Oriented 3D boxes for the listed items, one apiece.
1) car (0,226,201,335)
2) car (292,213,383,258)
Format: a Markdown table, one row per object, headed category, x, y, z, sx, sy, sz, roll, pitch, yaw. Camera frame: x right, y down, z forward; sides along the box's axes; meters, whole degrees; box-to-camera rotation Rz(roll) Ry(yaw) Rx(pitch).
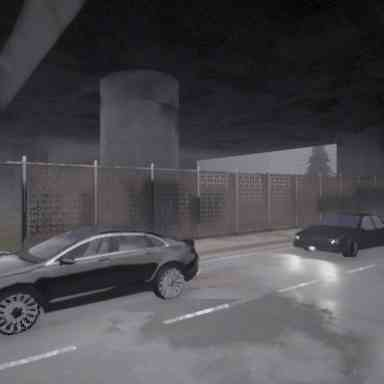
| category | x | y | z | sx | sy | sz | roll | pitch | yaw |
| --- | --- | --- | --- | --- | --- | --- | --- | --- | --- |
| car | -2.089 | 1.490 | 6.814 | 4.902 | 1.511 | 2.128 | 0 | 0 | -36 |
| car | 6.251 | 1.533 | 12.945 | 5.357 | 1.411 | 2.033 | 0 | 0 | -36 |
